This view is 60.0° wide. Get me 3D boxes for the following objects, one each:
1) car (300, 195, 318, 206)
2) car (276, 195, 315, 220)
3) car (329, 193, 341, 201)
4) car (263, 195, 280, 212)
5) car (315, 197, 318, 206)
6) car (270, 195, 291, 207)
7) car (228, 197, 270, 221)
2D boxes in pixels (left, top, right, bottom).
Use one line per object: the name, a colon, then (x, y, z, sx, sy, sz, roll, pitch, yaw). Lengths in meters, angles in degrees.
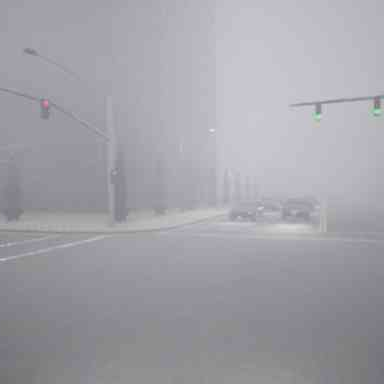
car: (15.389, 1.072, 43.532, 1.994, 1.385, 4.181, -1, 0, 22)
car: (8.001, 1.232, 25.384, 2.128, 1.511, 4.902, -1, 0, 22)
car: (25.363, 0.817, 58.988, 1.994, 1.385, 4.181, -1, 0, 22)
car: (7.939, 1.187, 34.589, 1.837, 1.490, 4.892, -1, 0, 22)
car: (11.592, 1.105, 34.277, 1.882, 1.535, 5.008, -1, 0, 22)
car: (11.904, 1.106, 44.256, 2.033, 1.411, 5.357, -1, 0, 22)
car: (4.300, 1.344, 25.563, 2.033, 1.411, 5.357, -1, 0, 22)
